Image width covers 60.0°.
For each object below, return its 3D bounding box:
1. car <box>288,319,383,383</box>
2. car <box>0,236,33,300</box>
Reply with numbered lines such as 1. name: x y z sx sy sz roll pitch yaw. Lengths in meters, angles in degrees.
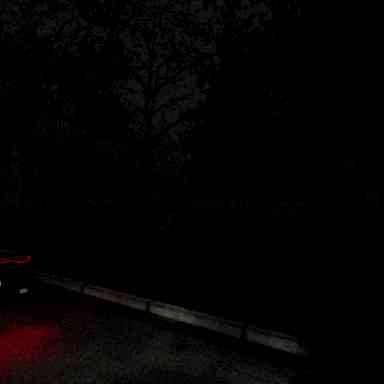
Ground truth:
1. car: 2.646 1.351 1.476 4.553 1.767 2.097 0 0 36
2. car: -5.541 1.488 7.379 5.008 1.535 1.882 0 0 36
